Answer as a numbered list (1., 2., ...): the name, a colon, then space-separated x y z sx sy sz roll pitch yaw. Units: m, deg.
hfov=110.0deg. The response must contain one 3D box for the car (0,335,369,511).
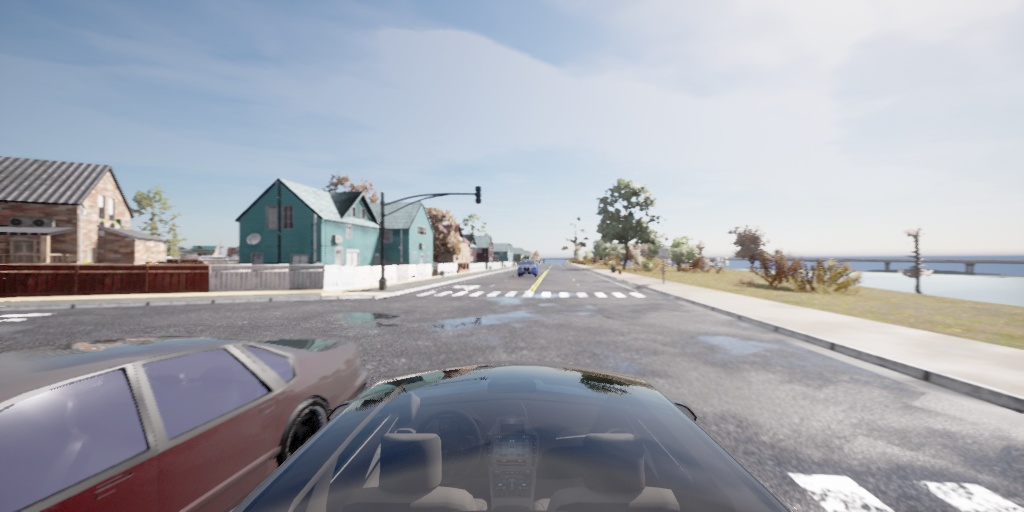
1. car: -2.940 1.317 2.125 2.033 1.411 5.357 0 -1 7

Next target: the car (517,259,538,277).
1. car: 1.904 1.410 41.766 2.150 2.045 5.566 0 0 7
